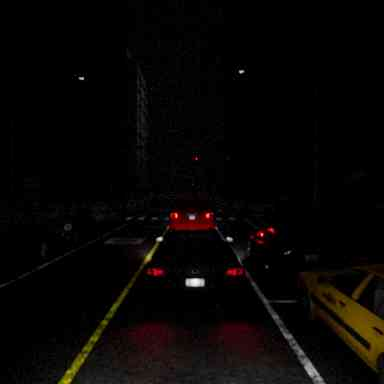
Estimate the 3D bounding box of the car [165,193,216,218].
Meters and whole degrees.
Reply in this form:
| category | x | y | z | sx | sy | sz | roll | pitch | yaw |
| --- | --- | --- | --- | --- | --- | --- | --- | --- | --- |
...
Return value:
| category | x | y | z | sx | sy | sz | roll | pitch | yaw |
| --- | --- | --- | --- | --- | --- | --- | --- | --- | --- |
| car | 0.009 | 1.211 | 17.270 | 2.150 | 2.045 | 5.566 | 0 | 0 | 0 |

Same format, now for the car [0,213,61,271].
| category | x | y | z | sx | sy | sz | roll | pitch | yaw |
| --- | --- | --- | --- | --- | --- | --- | --- | --- | --- |
| car | -5.761 | 1.539 | 9.722 | 1.887 | 1.381 | 4.507 | 0 | 0 | 0 |

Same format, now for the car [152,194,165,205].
| category | x | y | z | sx | sy | sz | roll | pitch | yaw |
| --- | --- | --- | --- | --- | --- | --- | --- | --- | --- |
| car | -5.744 | 1.291 | 58.044 | 2.192 | 1.841 | 5.009 | 0 | 0 | 0 |

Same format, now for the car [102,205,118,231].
| category | x | y | z | sx | sy | sz | roll | pitch | yaw |
| --- | --- | --- | --- | --- | --- | --- | --- | --- | --- |
| car | -5.757 | 1.513 | 20.466 | 1.752 | 1.417 | 4.829 | 0 | 0 | 0 |

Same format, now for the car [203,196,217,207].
| category | x | y | z | sx | sy | sz | roll | pitch | yaw |
| --- | --- | --- | --- | --- | --- | --- | --- | --- | --- |
| car | 2.780 | 1.417 | 52.603 | 1.967 | 1.590 | 4.097 | 0 | 0 | 0 |

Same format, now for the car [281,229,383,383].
| category | x | y | z | sx | sy | sz | roll | pitch | yaw |
| --- | --- | --- | --- | --- | --- | --- | --- | --- | --- |
| car | 2.762 | 1.522 | 4.434 | 1.752 | 1.417 | 4.829 | 0 | 0 | 0 |

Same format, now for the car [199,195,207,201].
| category | x | y | z | sx | sy | sz | roll | pitch | yaw |
| --- | --- | --- | --- | --- | --- | --- | --- | --- | --- |
| car | 2.791 | 1.500 | 85.399 | 1.752 | 1.417 | 4.829 | 0 | 0 | 0 |

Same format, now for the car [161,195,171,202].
| category | x | y | z | sx | sy | sz | roll | pitch | yaw |
| --- | --- | --- | --- | --- | --- | --- | --- | --- | --- |
| car | -5.738 | 1.500 | 74.187 | 1.752 | 1.417 | 4.829 | 0 | 0 | 0 |

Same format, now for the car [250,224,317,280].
| category | x | y | z | sx | sy | sz | roll | pitch | yaw |
| --- | --- | --- | --- | --- | --- | --- | --- | --- | --- |
| car | 2.764 | 1.560 | 9.721 | 1.947 | 1.339 | 4.313 | 0 | 0 | 0 |

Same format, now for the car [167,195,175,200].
| category | x | y | z | sx | sy | sz | roll | pitch | yaw |
| --- | --- | --- | --- | --- | --- | --- | --- | --- | --- |
| car | -5.732 | 1.526 | 90.669 | 2.008 | 1.369 | 4.403 | 0 | 0 | 0 |

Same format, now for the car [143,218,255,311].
| category | x | y | z | sx | sy | sz | roll | pitch | yaw |
| --- | --- | --- | --- | --- | --- | --- | --- | --- | --- |
| car | 0.062 | 1.559 | 7.850 | 1.994 | 1.385 | 4.181 | 0 | 0 | 0 |

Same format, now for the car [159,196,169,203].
| category | x | y | z | sx | sy | sz | roll | pitch | yaw |
| --- | --- | --- | --- | --- | --- | --- | --- | --- | --- |
| car | -5.740 | 1.557 | 68.919 | 1.802 | 1.307 | 4.206 | 0 | 0 | 0 |

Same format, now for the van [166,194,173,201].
| category | x | y | z | sx | sy | sz | roll | pitch | yaw |
| --- | --- | --- | --- | --- | --- | --- | --- | --- | --- |
| van | -5.734 | 1.316 | 85.232 | 1.690 | 1.788 | 3.998 | 0 | 0 | 0 |

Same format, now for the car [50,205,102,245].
| category | x | y | z | sx | sy | sz | roll | pitch | yaw |
| --- | --- | --- | --- | --- | --- | --- | --- | --- | --- |
| car | -5.759 | 1.431 | 15.179 | 1.967 | 1.590 | 4.097 | 0 | 0 | 0 |

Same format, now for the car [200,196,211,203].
| category | x | y | z | sx | sy | sz | roll | pitch | yaw |
| --- | --- | --- | --- | --- | --- | --- | --- | --- | --- |
| car | 2.785 | 1.526 | 68.916 | 2.008 | 1.369 | 4.403 | 0 | 0 | 0 |
